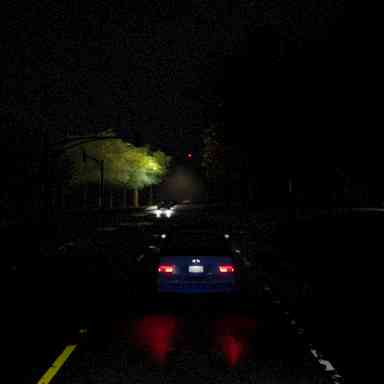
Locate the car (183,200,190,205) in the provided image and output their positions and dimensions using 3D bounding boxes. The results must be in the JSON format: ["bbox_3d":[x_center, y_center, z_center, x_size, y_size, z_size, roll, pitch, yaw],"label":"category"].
[{"bbox_3d":[-1.509,2.963,91.001,1.895,1.301,4.718,0,-2,-1],"label":"car"}]

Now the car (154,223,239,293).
[{"bbox_3d":[0.089,1.550,8.997,2.033,1.411,5.357,0,0,0],"label":"car"}]

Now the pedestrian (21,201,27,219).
[{"bbox_3d":[-18.094,1.918,35.666,0.375,1.860,0.375,0,1,2],"label":"pedestrian"}]

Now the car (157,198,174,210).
[{"bbox_3d":[-4.173,2.000,49.827,1.895,1.301,4.718,0,-1,-1],"label":"car"}]

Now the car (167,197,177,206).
[{"bbox_3d":[-4.794,2.283,81.426,2.150,2.045,5.566,0,-2,-1],"label":"car"}]

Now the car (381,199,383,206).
[{"bbox_3d":[19.964,0.666,30.339,4.892,1.490,1.837,-2,-1,2],"label":"car"}]

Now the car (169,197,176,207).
[{"bbox_3d":[-4.362,1.912,59.060,2.097,1.767,4.553,0,-1,-1],"label":"car"}]
